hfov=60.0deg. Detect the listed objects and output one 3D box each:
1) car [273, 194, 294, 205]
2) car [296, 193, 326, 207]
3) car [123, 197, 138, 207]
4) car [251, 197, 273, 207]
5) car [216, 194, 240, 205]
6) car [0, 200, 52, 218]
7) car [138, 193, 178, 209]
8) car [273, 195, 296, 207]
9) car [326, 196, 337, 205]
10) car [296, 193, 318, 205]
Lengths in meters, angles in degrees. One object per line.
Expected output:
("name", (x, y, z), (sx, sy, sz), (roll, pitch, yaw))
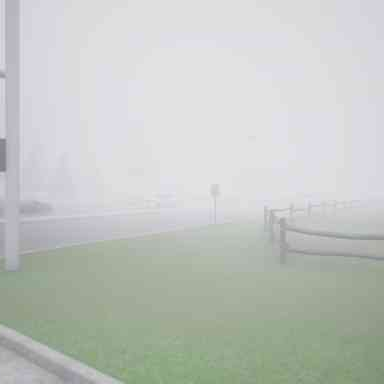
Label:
("car", (16.765, 1.352, 60.719), (2.097, 1.767, 4.553), (0, 0, 36))
("car", (18.074, 1.220, 50.436), (2.150, 2.045, 5.566), (0, 0, 36))
("car", (-8.213, 1.547, 51.682), (2.033, 1.411, 5.357), (0, 0, 35))
("car", (11.246, 1.547, 53.001), (2.033, 1.411, 5.357), (0, 0, 36))
("car", (6.608, 1.327, 60.393), (2.150, 2.045, 5.566), (0, 0, 36))
("car", (-14.972, 1.491, 29.711), (2.128, 1.511, 4.902), (0, 0, 35))
("car", (-4.209, 1.221, 45.186), (2.150, 2.045, 5.566), (0, 0, 35))
("car", (14.934, 1.353, 52.057), (2.097, 1.767, 4.553), (0, 0, 36))
("car", (24.387, 1.526, 59.105), (1.812, 1.442, 4.674), (0, 0, 36))
("car", (20.796, 1.221, 60.123), (2.150, 2.045, 5.566), (0, 0, 37))
